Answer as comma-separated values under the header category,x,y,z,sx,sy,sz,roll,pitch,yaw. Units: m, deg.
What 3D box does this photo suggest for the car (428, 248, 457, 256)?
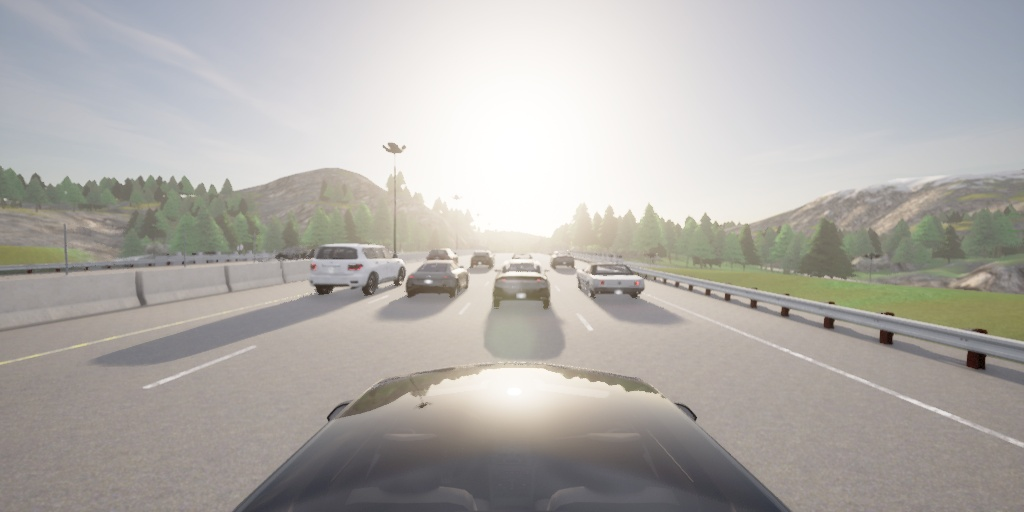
category,x,y,z,sx,sy,sz,roll,pitch,yaw
car,-6.109,0.118,31.829,2.097,1.767,4.553,0,2,2

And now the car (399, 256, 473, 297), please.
category,x,y,z,sx,sy,sz,roll,pitch,yaw
car,-3.070,0.866,15.427,1.994,1.385,4.181,0,2,2

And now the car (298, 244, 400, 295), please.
category,x,y,z,sx,sy,sz,roll,pitch,yaw
car,-6.545,0.494,15.866,2.150,2.045,5.566,0,2,2

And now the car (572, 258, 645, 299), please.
category,x,y,z,sx,sy,sz,roll,pitch,yaw
car,3.922,0.940,15.138,1.895,1.301,4.718,0,2,2

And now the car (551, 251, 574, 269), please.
category,x,y,z,sx,sy,sz,roll,pitch,yaw
car,4.398,0.305,31.789,2.128,1.511,4.902,0,2,2

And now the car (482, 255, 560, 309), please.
category,x,y,z,sx,sy,sz,roll,pitch,yaw
car,0.351,0.886,12.969,2.128,1.511,4.902,0,2,2

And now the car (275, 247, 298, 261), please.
category,x,y,z,sx,sy,sz,roll,pitch,yaw
car,-26.932,-0.357,44.245,2.097,1.767,4.553,0,2,2

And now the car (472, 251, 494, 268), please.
category,x,y,z,sx,sy,sz,roll,pitch,yaw
car,-2.592,0.271,32.275,1.837,1.490,4.892,0,2,2
